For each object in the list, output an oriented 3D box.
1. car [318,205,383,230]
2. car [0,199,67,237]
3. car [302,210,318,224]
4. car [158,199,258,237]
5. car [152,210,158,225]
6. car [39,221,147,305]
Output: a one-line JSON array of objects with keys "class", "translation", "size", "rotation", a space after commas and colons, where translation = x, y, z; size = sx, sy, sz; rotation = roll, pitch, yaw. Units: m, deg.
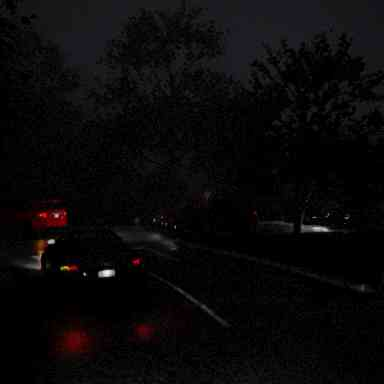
[{"class": "car", "translation": [11.855, 1.713, 24.206], "size": [4.553, 1.767, 2.097], "rotation": [1, -1, -27]}, {"class": "car", "translation": [-9.952, 1.440, 19.553], "size": [5.566, 2.045, 2.150], "rotation": [0, -1, 24]}, {"class": "car", "translation": [11.330, 1.913, 27.511], "size": [4.892, 1.490, 1.837], "rotation": [1, -1, -27]}, {"class": "car", "translation": [1.149, 1.432, 19.467], "size": [5.566, 2.045, 2.150], "rotation": [0, -1, -21]}, {"class": "car", "translation": [0.131, 1.465, 22.282], "size": [5.566, 2.045, 2.150], "rotation": [0, -1, -24]}, {"class": "car", "translation": [-2.656, 1.654, 8.558], "size": [1.994, 1.385, 4.181], "rotation": [0, -1, -27]}]
